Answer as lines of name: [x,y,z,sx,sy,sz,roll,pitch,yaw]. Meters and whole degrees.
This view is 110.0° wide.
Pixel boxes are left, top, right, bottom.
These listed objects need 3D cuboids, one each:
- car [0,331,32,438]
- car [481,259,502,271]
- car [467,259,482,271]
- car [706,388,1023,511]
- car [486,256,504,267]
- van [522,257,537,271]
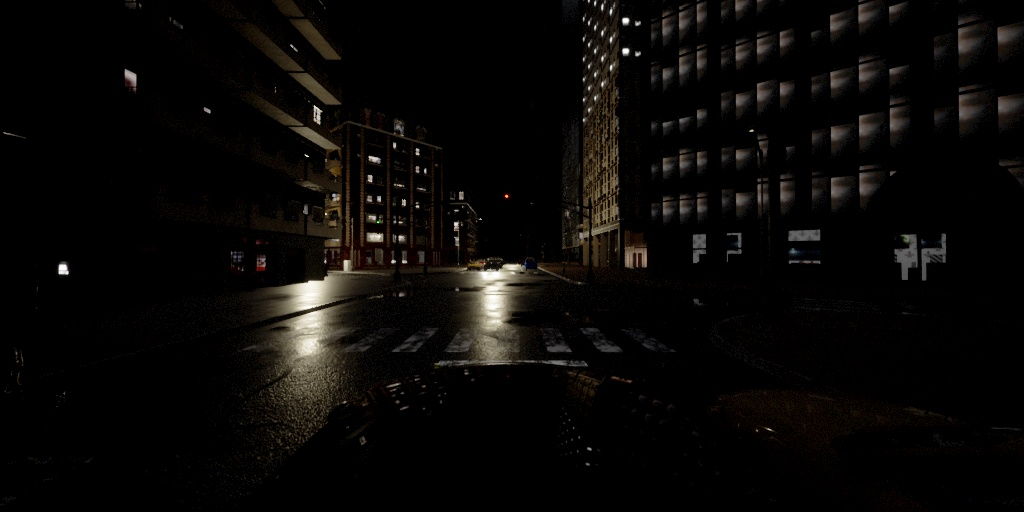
car: [-5.318,1.064,1.088,2.192,1.841,5.009,0,0,0]
car: [-2.789,1.395,49.240,1.895,1.301,4.718,0,0,0]
car: [-5.255,1.321,49.917,1.751,1.417,4.829,0,0,0]
car: [2.563,1.275,1.254,1.751,1.417,4.829,0,0,0]
car: [-2.765,1.037,59.164,2.150,2.045,5.566,0,0,0]
van: [2.625,1.137,50.077,1.690,1.789,3.998,0,0,0]
